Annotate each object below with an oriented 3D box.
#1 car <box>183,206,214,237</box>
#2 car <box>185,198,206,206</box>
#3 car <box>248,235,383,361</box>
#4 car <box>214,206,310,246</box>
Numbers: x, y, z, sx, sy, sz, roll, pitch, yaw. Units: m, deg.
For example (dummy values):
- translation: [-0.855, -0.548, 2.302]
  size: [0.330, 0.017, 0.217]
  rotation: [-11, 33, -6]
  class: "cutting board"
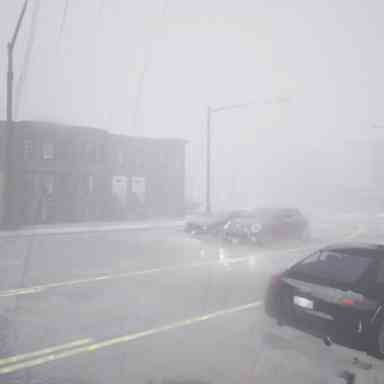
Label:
- translation: [2.054, 1.682, 18.563]
  size: [5.357, 1.411, 2.033]
  rotation: [1, 0, -42]
  class: "car"
- translation: [0.574, 1.885, 60.596]
  size: [2.128, 1.511, 4.902]
  rotation: [1, -1, -34]
  class: "car"
- translation: [3.283, 1.630, 6.116]
  size: [4.181, 1.385, 1.994]
  rotation: [1, 0, -36]
  class: "car"
- translation: [3.505, 1.479, 15.371]
  size: [4.553, 1.767, 2.097]
  rotation: [1, -1, -41]
  class: "car"
